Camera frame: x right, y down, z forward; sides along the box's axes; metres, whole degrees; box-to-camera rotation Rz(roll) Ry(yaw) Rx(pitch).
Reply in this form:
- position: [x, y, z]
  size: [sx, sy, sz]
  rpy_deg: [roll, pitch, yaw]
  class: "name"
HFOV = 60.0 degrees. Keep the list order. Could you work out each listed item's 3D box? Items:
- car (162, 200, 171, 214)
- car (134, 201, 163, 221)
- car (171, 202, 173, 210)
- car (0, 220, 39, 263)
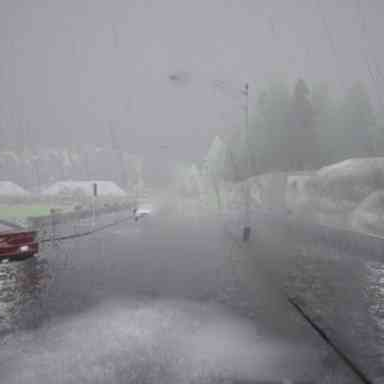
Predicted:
- position: [-4.034, 1.924, 40.875]
  size: [1.812, 1.442, 4.674]
  rpy_deg: [0, -1, 1]
  class: "car"
- position: [-4.059, 1.829, 30.958]
  size: [1.812, 1.442, 4.674]
  rpy_deg: [0, -1, 0]
  class: "car"
- position: [-3.942, 2.001, 51.040]
  size: [1.837, 1.490, 4.892]
  rpy_deg: [0, -1, 0]
  class: "car"
- position: [-7.509, 1.590, 11.002]
  size: [5.008, 1.535, 1.882]
  rpy_deg: [0, -2, 18]
  class: "car"
